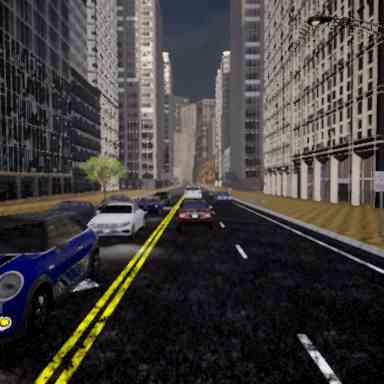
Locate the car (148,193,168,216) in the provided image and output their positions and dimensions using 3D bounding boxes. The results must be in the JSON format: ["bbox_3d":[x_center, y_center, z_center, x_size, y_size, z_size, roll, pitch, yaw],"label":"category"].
[{"bbox_3d":[-3.193,1.019,25.296,1.895,1.301,4.718,0,1,0],"label":"car"}]

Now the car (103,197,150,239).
[{"bbox_3d":[-3.293,1.190,15.322,1.812,1.442,4.674,0,1,1],"label":"car"}]

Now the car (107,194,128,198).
[{"bbox_3d":[-6.436,0.895,28.791,2.033,1.411,5.357,0,1,0],"label":"car"}]

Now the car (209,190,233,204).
[{"bbox_3d":[3.446,0.624,37.787,2.033,1.411,5.357,0,1,-1],"label":"car"}]

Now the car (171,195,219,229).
[{"bbox_3d":[0.138,1.126,18.134,2.033,1.411,5.357,0,1,0],"label":"car"}]

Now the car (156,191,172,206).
[{"bbox_3d":[-3.169,0.674,35.370,1.837,1.490,4.892,0,1,0],"label":"car"}]

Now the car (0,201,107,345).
[{"bbox_3d":[-3.312,1.235,6.400,2.097,1.767,4.553,0,1,-1],"label":"car"}]

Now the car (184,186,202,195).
[{"bbox_3d":[0.137,0.200,42.488,2.150,2.045,5.566,0,2,1],"label":"car"}]
